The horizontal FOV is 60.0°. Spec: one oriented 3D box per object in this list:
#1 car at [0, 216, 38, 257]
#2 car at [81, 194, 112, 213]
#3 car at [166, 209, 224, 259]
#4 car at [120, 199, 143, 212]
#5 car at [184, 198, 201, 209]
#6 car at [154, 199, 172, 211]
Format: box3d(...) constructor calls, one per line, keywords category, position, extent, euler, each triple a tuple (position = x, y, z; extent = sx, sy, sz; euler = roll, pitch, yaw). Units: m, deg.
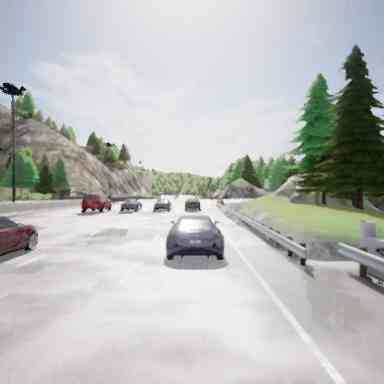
box3d(category="car", position=(-6.897, 1.466, 10.876), extent=(1.882, 1.535, 5.008), euler=(0, 0, 0))
box3d(category="car", position=(-10.404, 1.180, 36.568), extent=(2.150, 2.045, 5.566), euler=(0, 0, 0))
box3d(category="car", position=(0.103, 1.550, 12.561), extent=(1.994, 1.385, 4.181), euler=(0, 0, 0))
box3d(category="car", position=(-6.907, 1.504, 38.257), extent=(2.033, 1.411, 5.357), euler=(0, 0, 0))
box3d(category="car", position=(0.087, 1.431, 40.525), extent=(1.882, 1.535, 5.008), euler=(0, 0, 0))
box3d(category="car", position=(-3.408, 1.503, 39.040), extent=(2.033, 1.411, 5.357), euler=(0, 0, 0))
